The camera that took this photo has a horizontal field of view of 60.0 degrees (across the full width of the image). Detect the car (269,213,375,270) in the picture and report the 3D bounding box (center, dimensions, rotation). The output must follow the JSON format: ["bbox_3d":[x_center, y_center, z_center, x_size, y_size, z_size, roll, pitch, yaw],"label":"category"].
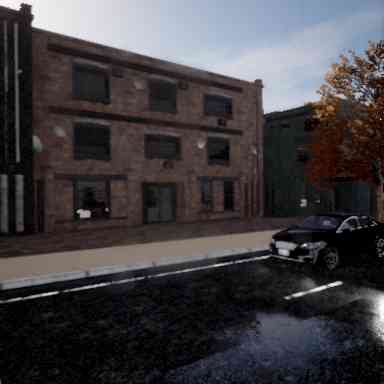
[{"bbox_3d":[4.632,1.460,10.989,4.902,1.511,2.128,0,0,-36],"label":"car"}]

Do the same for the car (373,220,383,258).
[{"bbox_3d":[6.910,1.472,8.623,4.892,1.490,1.837,0,0,-36],"label":"car"}]
